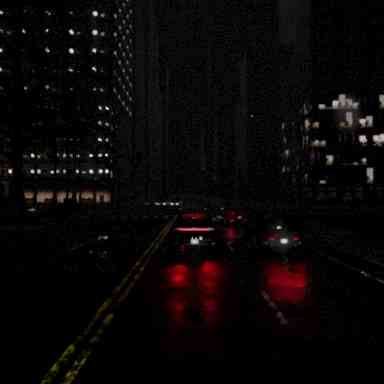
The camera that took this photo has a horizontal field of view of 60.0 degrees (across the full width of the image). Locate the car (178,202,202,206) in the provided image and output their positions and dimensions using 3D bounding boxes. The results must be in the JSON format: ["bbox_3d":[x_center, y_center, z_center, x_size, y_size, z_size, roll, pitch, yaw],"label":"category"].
[{"bbox_3d":[0.097,1.616,24.334,1.882,1.535,5.008,0,0,0],"label":"car"}]

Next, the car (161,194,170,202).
[{"bbox_3d":[-7.629,1.679,94.987,2.150,2.045,5.566,0,0,-1],"label":"car"}]

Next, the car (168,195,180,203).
[{"bbox_3d":[-4.119,1.959,79.848,1.994,1.385,4.181,0,0,-1],"label":"car"}]

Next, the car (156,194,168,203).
[{"bbox_3d":[-7.369,1.760,79.823,2.097,1.767,4.553,0,0,-1],"label":"car"}]

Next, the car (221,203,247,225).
[{"bbox_3d":[3.347,1.624,25.733,1.882,1.535,5.008,0,0,0],"label":"car"}]

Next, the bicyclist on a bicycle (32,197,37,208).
[{"bbox_3d":[-25.163,1.694,53.160,0.582,1.620,1.656,0,-1,2],"label":"bicyclist on a bicycle"}]

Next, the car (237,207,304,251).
[{"bbox_3d":[3.349,1.586,14.495,1.837,1.490,4.892,0,-1,0],"label":"car"}]

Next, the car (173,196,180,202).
[{"bbox_3d":[-4.387,2.004,95.453,1.994,1.385,4.181,0,0,-1],"label":"car"}]

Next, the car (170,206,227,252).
[{"bbox_3d":[0.098,1.574,14.292,2.128,1.511,4.902,0,0,0],"label":"car"}]
